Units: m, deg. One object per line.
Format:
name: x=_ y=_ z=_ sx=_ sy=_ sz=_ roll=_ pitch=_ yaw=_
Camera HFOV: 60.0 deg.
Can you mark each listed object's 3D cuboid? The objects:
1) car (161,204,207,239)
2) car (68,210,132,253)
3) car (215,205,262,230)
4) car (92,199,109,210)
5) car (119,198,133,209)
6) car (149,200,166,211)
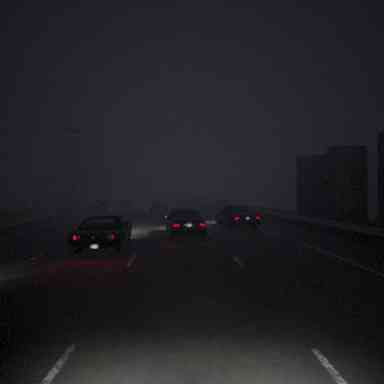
car: x=-0.412 y=1.584 z=17.772 sx=2.033 sy=1.411 sz=5.357 roll=0 pitch=0 yaw=-7
car: x=-3.668 y=1.661 z=14.104 sx=1.895 sy=1.301 sz=4.718 roll=0 pitch=0 yaw=-5
car: x=2.835 y=1.560 z=21.539 sx=2.033 sy=1.411 sz=5.357 roll=0 pitch=0 yaw=-8
car: x=-11.460 y=1.675 z=41.770 sx=2.128 sy=1.511 sz=4.902 roll=0 pitch=0 yaw=-14
car: x=-10.051 y=1.677 z=50.474 sx=2.128 sy=1.511 sz=4.902 roll=0 pitch=0 yaw=-16
car: x=-4.418 y=1.720 z=42.859 sx=1.895 sy=1.301 sz=4.718 roll=0 pitch=0 yaw=-13
